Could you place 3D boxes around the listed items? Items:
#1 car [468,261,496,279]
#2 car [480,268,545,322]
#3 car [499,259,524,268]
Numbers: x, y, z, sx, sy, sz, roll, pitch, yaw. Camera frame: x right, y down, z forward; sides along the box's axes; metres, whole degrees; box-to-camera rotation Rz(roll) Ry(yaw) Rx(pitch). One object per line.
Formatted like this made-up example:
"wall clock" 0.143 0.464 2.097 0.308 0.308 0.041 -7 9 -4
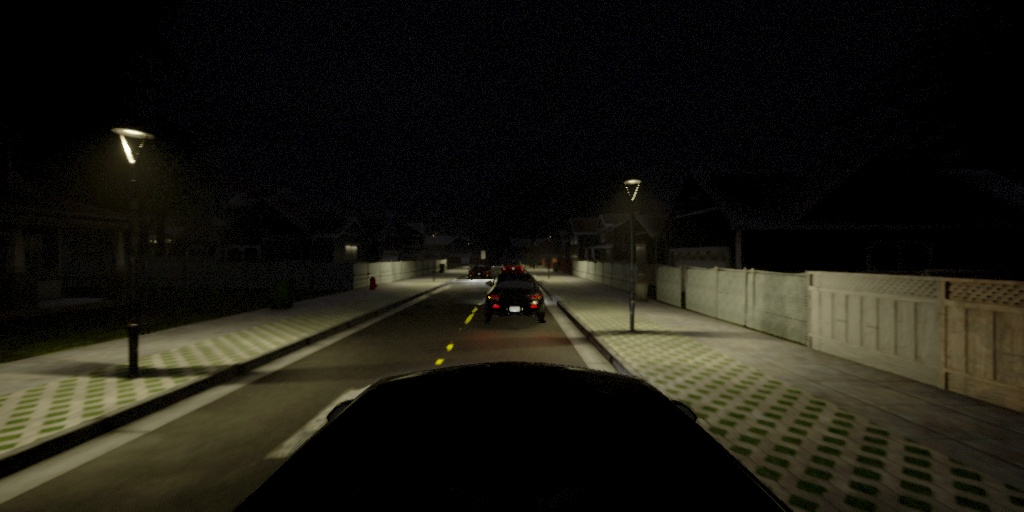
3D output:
"car" -2.842 1.370 32.921 1.994 1.385 4.181 0 0 0
"car" 0.089 1.296 12.185 1.812 1.442 4.674 0 0 0
"car" 0.102 1.159 33.776 2.097 1.767 4.553 0 0 0
